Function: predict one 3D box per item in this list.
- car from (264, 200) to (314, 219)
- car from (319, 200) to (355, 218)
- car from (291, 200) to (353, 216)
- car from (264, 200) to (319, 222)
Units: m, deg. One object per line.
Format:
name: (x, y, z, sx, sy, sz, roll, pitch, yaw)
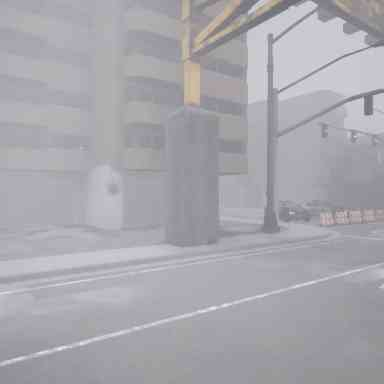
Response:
car: (7.429, 1.295, 26.020, 1.853, 1.218, 4.536, 0, 0, -11)
car: (11.006, 1.453, 28.134, 4.974, 1.542, 2.038, 0, 0, 34)
car: (10.962, 1.295, 28.162, 4.536, 1.218, 1.853, 0, 0, 34)
car: (7.439, 1.453, 25.969, 2.038, 1.542, 4.974, 0, 0, -11)
